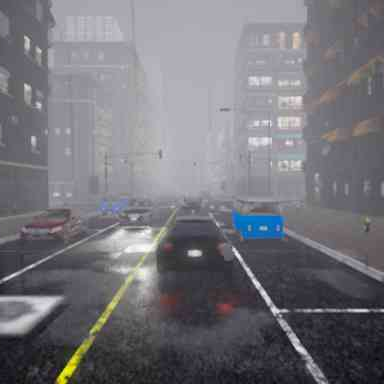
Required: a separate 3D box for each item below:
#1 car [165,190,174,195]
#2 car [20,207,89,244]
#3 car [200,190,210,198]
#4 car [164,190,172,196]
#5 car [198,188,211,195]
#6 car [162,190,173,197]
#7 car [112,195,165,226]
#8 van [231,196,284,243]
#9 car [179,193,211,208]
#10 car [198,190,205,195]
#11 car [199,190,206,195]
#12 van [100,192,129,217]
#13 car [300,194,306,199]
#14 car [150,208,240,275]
[{"bbox_3d":[-5.739,0.126,85.611,1.947,1.339,4.313,0,1,0],"label":"car"},{"bbox_3d":[-5.697,1.336,14.318,1.802,1.307,4.206,0,1,0],"label":"car"},{"bbox_3d":[2.651,0.386,69.013,2.008,1.369,4.403,0,1,0],"label":"car"},{"bbox_3d":[-5.735,0.233,80.077,1.802,1.307,4.206,0,1,0],"label":"car"},{"bbox_3d":[2.655,0.368,63.478,1.967,1.590,4.097,0,1,0],"label":"car"},{"bbox_3d":[-5.733,0.294,74.542,2.008,1.369,4.403,0,1,0],"label":"car"},{"bbox_3d":[-3.099,1.145,20.253,2.128,1.511,4.902,0,1,0],"label":"car"},{"bbox_3d":[2.685,1.096,14.315,1.690,1.788,3.998,0,1,0],"label":"van"},{"bbox_3d":[0.063,1.064,25.062,2.128,1.511,4.902,0,1,0],"label":"car"},{"bbox_3d":[2.638,0.051,91.148,1.802,1.307,4.206,0,1,0],"label":"car"},{"bbox_3d":[2.642,0.142,85.615,1.802,1.307,4.206,0,1,0],"label":"car"},{"bbox_3d":[-5.815,0.904,25.581,1.690,1.788,3.998,0,1,0],"label":"van"},{"bbox_3d":[18.229,0.430,49.038,4.313,1.339,1.947,-1,2,0],"label":"car"},{"bbox_3d":[0.074,1.393,9.919,1.994,1.385,4.181,0,1,0],"label":"car"}]
